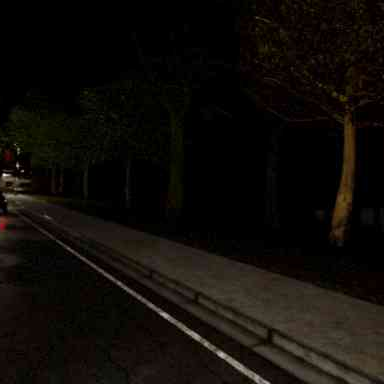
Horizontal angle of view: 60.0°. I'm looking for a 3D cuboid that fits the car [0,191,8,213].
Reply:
[{"bbox_3d":[-13.490,0.572,22.285,1.812,1.442,4.674,4,0,-34],"label":"car"}]
